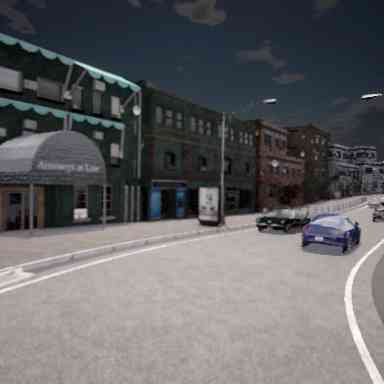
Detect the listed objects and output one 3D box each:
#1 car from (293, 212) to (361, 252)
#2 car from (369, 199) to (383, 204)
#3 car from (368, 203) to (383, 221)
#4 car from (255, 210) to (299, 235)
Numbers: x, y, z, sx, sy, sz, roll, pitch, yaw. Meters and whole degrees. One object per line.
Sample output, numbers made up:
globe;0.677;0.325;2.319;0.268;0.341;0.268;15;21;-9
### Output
car;6.312;1.712;14.939;1.812;1.442;4.674;2;0;35
car;30.068;1.854;54.216;1.812;1.442;4.674;2;3;36
car;19.174;2.137;32.913;2.128;1.511;4.902;2;0;36
car;5.636;1.768;20.445;1.895;1.301;4.718;2;0;36
